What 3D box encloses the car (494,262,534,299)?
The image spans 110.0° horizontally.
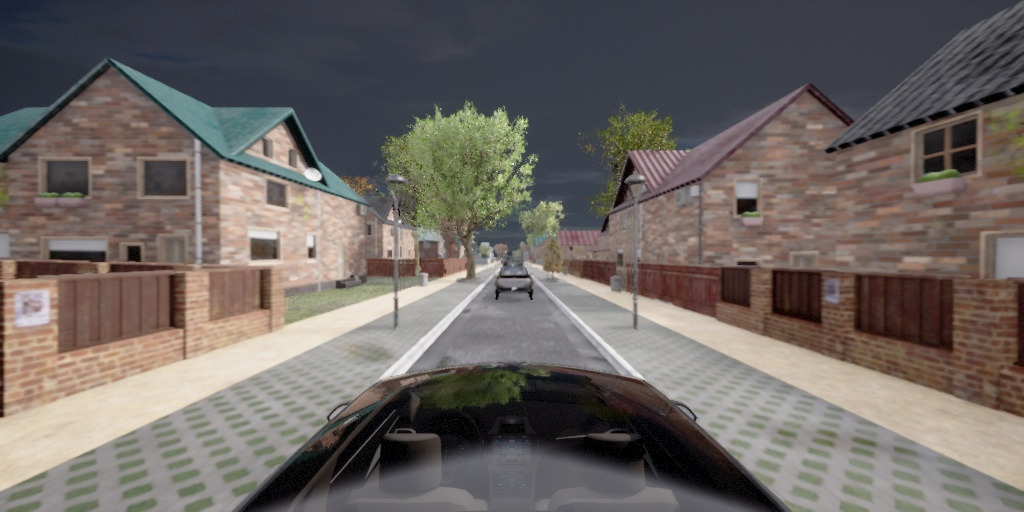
[{"bbox_3d":[0.097,1.256,18.337,2.128,1.511,4.902,0,0,0],"label":"car"}]

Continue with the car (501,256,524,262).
[{"bbox_3d":[0.093,1.014,37.066,2.150,2.045,5.566,0,0,0],"label":"car"}]
